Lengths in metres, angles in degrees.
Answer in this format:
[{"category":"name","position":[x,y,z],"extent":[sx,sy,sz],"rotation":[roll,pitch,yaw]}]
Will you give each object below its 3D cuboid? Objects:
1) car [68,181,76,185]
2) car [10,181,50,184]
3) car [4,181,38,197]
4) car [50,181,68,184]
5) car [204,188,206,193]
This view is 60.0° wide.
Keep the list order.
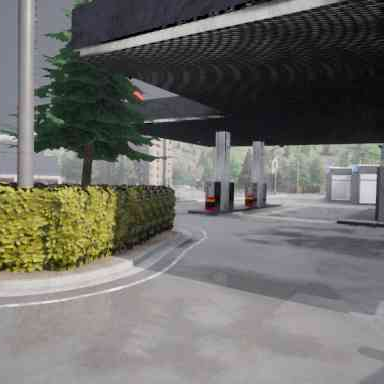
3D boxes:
[{"category":"car","position":[-25.510,-1.285,68.052],"extent":[4.605,1.855,1.932],"rotation":[2,2,35]},{"category":"car","position":[-17.271,-0.180,35.203],"extent":[3.866,1.878,1.905],"rotation":[2,2,35]},{"category":"car","position":[-21.810,-0.466,42.415],"extent":[4.605,1.855,1.932],"rotation":[2,2,35]},{"category":"car","position":[-26.845,-1.259,65.439],"extent":[3.866,1.878,1.905],"rotation":[2,2,35]},{"category":"car","position":[4.818,-0.317,65.614],"extent":[5.027,1.636,2.152],"rotation":[2,2,35]}]
